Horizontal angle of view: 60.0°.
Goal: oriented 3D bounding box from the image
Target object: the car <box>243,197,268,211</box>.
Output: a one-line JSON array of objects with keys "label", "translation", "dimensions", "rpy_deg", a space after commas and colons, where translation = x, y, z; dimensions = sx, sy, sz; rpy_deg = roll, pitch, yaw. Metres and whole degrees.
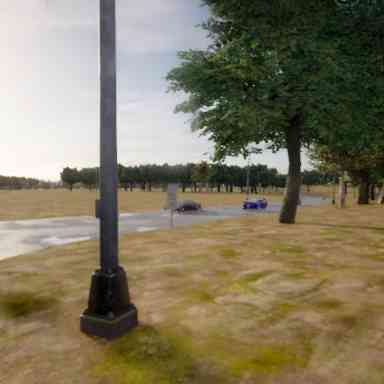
[{"label": "car", "translation": [8.399, 1.603, 43.823], "dimensions": [1.882, 1.535, 5.008], "rpy_deg": [2, 1, 32]}]

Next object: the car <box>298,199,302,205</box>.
[{"label": "car", "translation": [18.909, 1.740, 61.454], "dimensions": [1.994, 1.385, 4.181], "rpy_deg": [2, 1, 30]}]

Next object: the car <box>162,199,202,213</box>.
[{"label": "car", "translation": [-0.897, 1.496, 36.138], "dimensions": [2.033, 1.411, 5.357], "rpy_deg": [4, 1, 33]}]

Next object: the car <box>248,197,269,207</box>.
[{"label": "car", "translation": [11.033, 1.590, 55.006], "dimensions": [1.994, 1.385, 4.181], "rpy_deg": [2, 1, 31]}]
